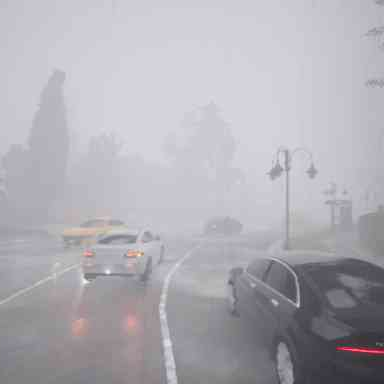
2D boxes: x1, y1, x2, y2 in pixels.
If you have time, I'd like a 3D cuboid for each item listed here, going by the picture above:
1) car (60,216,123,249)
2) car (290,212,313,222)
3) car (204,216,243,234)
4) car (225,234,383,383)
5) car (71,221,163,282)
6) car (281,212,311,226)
[{"bbox_3d":[-4.828,2.063,17.432,1.882,1.535,5.008,0,-2,14],"label":"car"},{"bbox_3d":[17.868,4.041,54.076,2.128,1.511,4.902,-1,-3,37],"label":"car"},{"bbox_3d":[2.585,2.638,26.533,1.994,1.385,4.181,-1,-3,28],"label":"car"},{"bbox_3d":[1.838,1.719,5.372,1.837,1.490,4.892,1,-2,-6],"label":"car"},{"bbox_3d":[-2.078,1.890,10.887,1.812,1.442,4.674,0,-2,2],"label":"car"},{"bbox_3d":[12.659,3.344,41.099,1.801,1.575,5.366,-1,-3,36],"label":"car"}]
